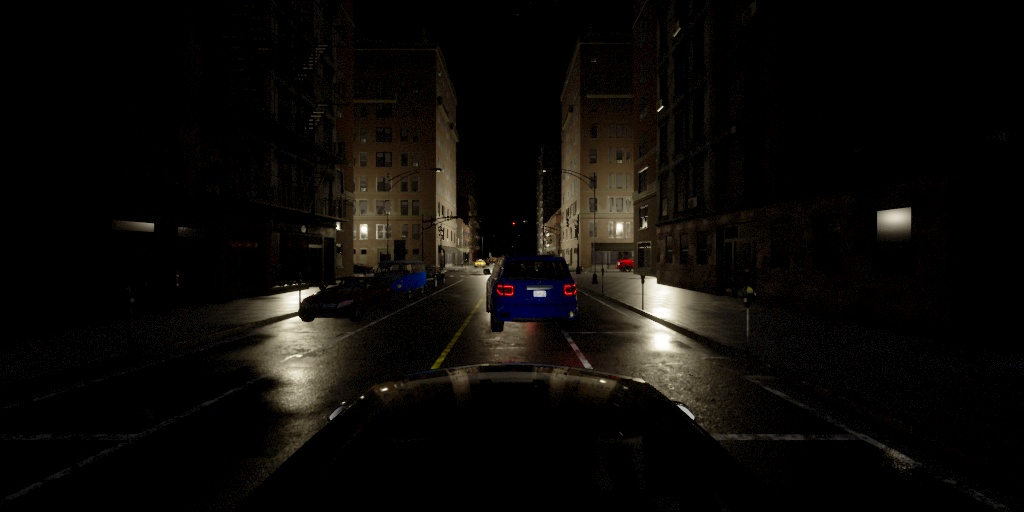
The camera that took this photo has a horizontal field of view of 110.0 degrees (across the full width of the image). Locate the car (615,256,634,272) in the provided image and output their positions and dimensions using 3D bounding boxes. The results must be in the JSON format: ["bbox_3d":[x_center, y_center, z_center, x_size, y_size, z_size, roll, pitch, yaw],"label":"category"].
[{"bbox_3d":[15.327,0.880,43.024,5.566,2.045,2.150,0,0,0],"label":"car"}]

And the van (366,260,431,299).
[{"bbox_3d":[-5.394,1.091,17.565,1.690,1.789,3.998,0,0,0],"label":"van"}]

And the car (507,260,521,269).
[{"bbox_3d":[0.255,1.352,55.686,1.895,1.301,4.718,0,0,-2],"label":"car"}]

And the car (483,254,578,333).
[{"bbox_3d":[0.358,0.972,11.003,2.150,2.045,5.566,0,0,-6],"label":"car"}]

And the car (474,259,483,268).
[{"bbox_3d":[-5.396,1.276,60.765,1.751,1.417,4.829,0,0,0],"label":"car"}]

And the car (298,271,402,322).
[{"bbox_3d":[-5.395,1.332,12.159,1.802,1.307,4.207,0,0,0],"label":"car"}]

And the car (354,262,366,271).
[{"bbox_3d":[-17.596,1.404,40.017,4.181,1.385,1.994,0,0,0],"label":"car"}]

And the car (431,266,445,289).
[{"bbox_3d":[-5.394,1.301,22.971,2.007,1.370,4.403,0,0,0],"label":"car"}]
